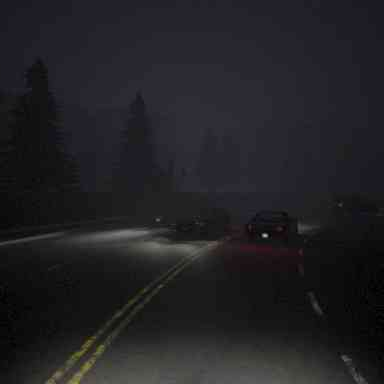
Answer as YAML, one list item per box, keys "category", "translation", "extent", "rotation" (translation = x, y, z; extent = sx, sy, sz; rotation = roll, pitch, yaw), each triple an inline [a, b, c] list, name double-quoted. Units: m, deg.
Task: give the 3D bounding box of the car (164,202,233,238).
- category: "car"
  translation: [0.691, 1.454, 17.774]
  extent: [1.882, 1.535, 5.008]
  rotation: [0, 0, 25]

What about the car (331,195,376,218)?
- category: "car"
  translation: [15.185, 1.267, 31.125]
  extent: [5.566, 2.045, 2.150]
  rotation: [0, 0, -41]

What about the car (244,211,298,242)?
- category: "car"
  translation: [4.084, 1.600, 16.493]
  extent: [1.895, 1.301, 4.718]
  rotation: [0, 0, 24]

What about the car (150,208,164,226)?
- category: "car"
  translation: [-0.868, 1.450, 22.368]
  extent: [2.128, 1.511, 4.902]
  rotation: [0, 0, 30]
